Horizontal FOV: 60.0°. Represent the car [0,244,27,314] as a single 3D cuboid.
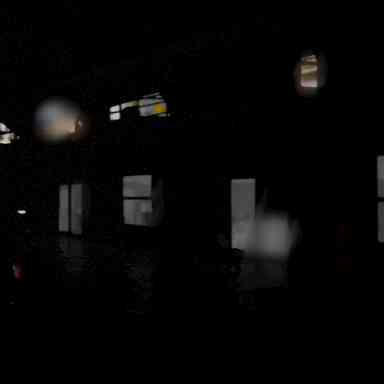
[{"bbox_3d":[-5.064,1.494,6.486,4.097,1.590,1.967,0,0,36],"label":"car"}]
